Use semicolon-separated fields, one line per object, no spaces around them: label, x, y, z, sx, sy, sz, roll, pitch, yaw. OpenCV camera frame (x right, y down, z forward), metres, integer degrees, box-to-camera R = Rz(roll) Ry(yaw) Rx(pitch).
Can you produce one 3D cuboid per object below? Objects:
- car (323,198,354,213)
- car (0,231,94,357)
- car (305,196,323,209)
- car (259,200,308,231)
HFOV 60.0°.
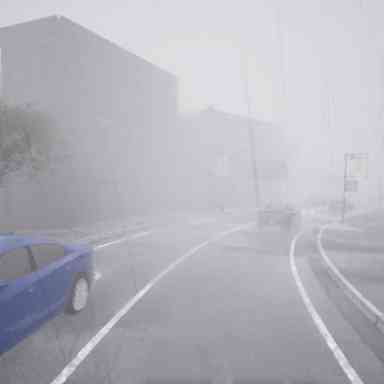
car;16.958;1.446;37.717;2.128;1.511;4.902;4;3;37
car;-3.118;1.419;4.683;1.882;1.535;5.008;1;0;8
car;15.397;1.229;41.788;2.128;1.511;4.902;4;3;38
car;5.574;1.471;20.799;2.128;1.511;4.902;3;1;27
